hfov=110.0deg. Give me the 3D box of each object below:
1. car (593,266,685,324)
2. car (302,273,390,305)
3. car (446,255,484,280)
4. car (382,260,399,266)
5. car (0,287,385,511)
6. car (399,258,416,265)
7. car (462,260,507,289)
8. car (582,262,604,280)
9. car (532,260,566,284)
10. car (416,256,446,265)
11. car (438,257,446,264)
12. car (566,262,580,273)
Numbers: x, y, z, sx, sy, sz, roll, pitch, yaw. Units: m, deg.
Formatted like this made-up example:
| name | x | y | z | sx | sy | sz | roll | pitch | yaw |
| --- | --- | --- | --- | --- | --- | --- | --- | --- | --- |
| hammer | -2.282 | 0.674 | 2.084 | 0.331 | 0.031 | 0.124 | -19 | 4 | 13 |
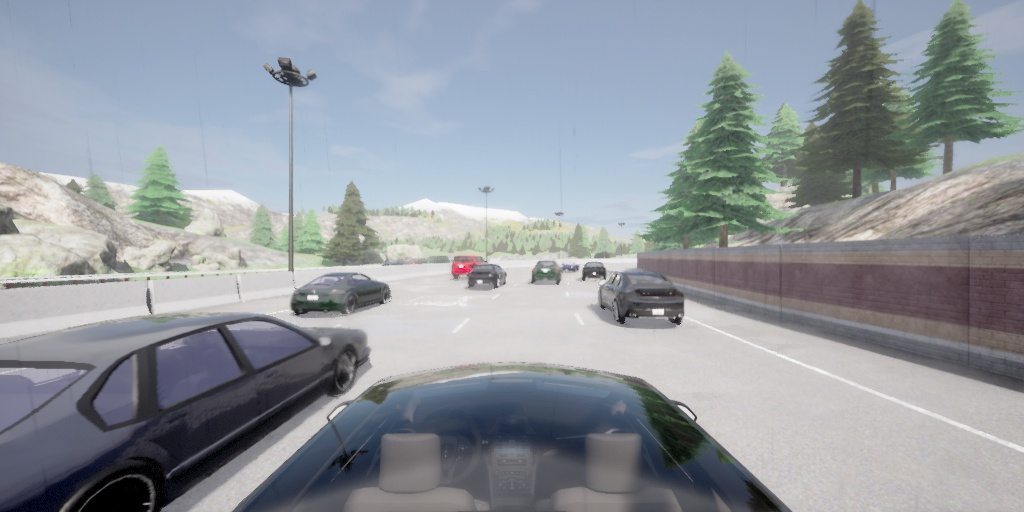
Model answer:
| name | x | y | z | sx | sy | sz | roll | pitch | yaw |
| --- | --- | --- | --- | --- | --- | --- | --- | --- | --- |
| car | 4.135 | 1.252 | 12.056 | 1.837 | 1.490 | 4.892 | 0 | 0 | 5 |
| car | -6.253 | 1.311 | 13.555 | 1.994 | 1.385 | 4.181 | 0 | 0 | 5 |
| car | -3.517 | 0.964 | 31.630 | 2.150 | 2.045 | 5.566 | 0 | 0 | 12 |
| car | -18.211 | 1.284 | 56.798 | 2.033 | 1.411 | 5.357 | 0 | 0 | 20 |
| car | -3.332 | 1.297 | 3.564 | 2.033 | 1.411 | 5.357 | 0 | 0 | 1 |
| car | -14.890 | 1.096 | 55.692 | 2.097 | 1.767 | 4.553 | 0 | 0 | 20 |
| car | -1.504 | 1.250 | 23.431 | 1.837 | 1.490 | 4.892 | 0 | 0 | 9 |
| car | 7.049 | 1.221 | 30.711 | 1.882 | 1.535 | 5.008 | 0 | 0 | 13 |
| car | 2.779 | 1.096 | 27.410 | 2.097 | 1.767 | 4.553 | 0 | 0 | 11 |
| car | -11.642 | 0.949 | 54.381 | 2.150 | 2.045 | 5.566 | 0 | 0 | 20 |
| car | -8.322 | 1.293 | 53.270 | 2.033 | 1.411 | 5.357 | 0 | 0 | 20 |
| car | 7.100 | 1.341 | 43.811 | 1.895 | 1.301 | 4.718 | 0 | 0 | 18 |
